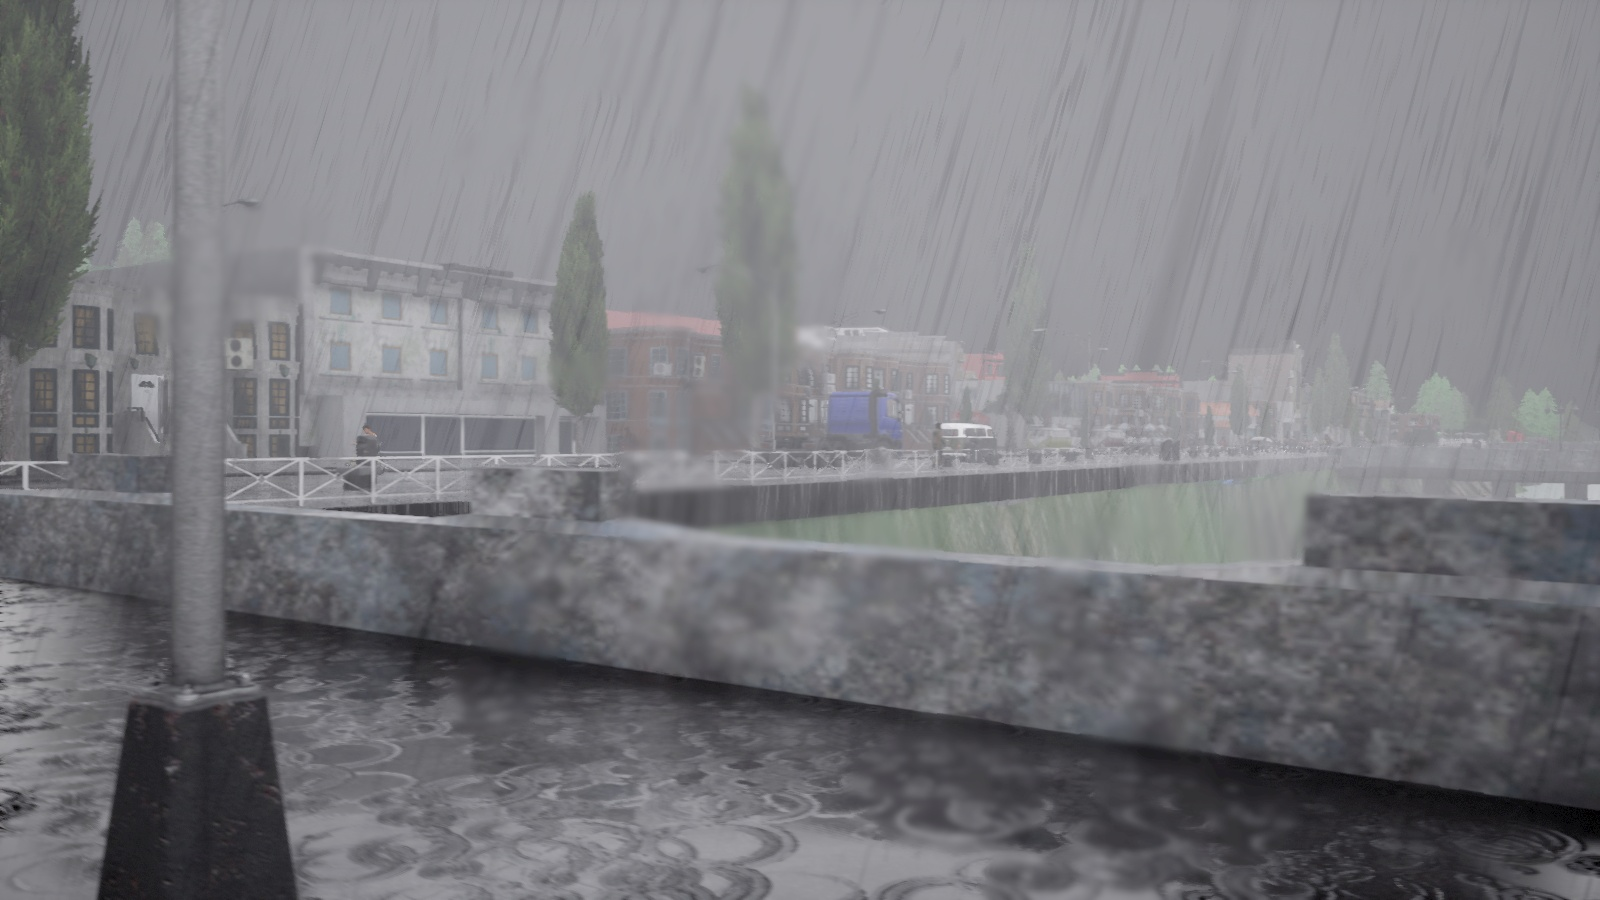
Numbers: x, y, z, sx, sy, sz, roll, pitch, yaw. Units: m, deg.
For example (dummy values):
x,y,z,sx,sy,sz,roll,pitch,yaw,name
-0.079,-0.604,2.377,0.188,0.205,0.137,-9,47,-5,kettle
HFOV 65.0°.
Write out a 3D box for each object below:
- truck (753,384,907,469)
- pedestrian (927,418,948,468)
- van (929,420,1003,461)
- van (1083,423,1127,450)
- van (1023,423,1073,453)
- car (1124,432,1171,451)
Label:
x,y,z,sx,sy,sz,roll,pitch,yaw,name
1.449,-1.010,54.701,2.891,3.462,7.936,0,1,34,truck
5.320,-0.268,48.452,0.692,1.930,0.396,-1,1,-30,pedestrian
8.737,-0.521,65.686,2.069,2.038,4.480,0,1,34,van
22.964,-1.012,94.347,1.775,1.987,4.442,0,1,34,van
16.857,-0.831,85.148,1.775,1.987,4.442,0,1,34,van
24.947,-0.624,90.102,1.895,1.301,4.718,0,1,34,car
